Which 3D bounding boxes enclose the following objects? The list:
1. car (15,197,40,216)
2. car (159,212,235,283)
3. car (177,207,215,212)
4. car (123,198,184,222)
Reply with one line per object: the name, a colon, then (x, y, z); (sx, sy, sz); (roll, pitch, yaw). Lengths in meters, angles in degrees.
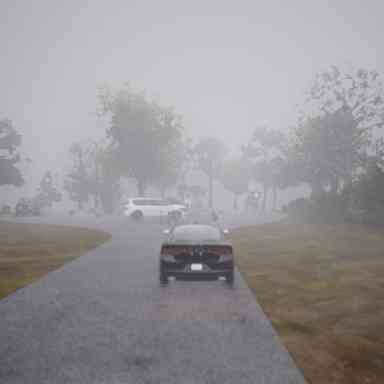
car: (-18.614, 1.631, 37.836); (2.150, 2.045, 5.566); (0, -1, -20)
car: (0.132, 1.587, 10.030); (1.882, 1.535, 5.008); (0, -1, 0)
car: (0.702, 1.767, 20.208); (2.033, 1.411, 5.357); (0, -1, 7)
car: (-3.231, 1.541, 29.322); (5.566, 2.045, 2.150); (0, 0, -6)
